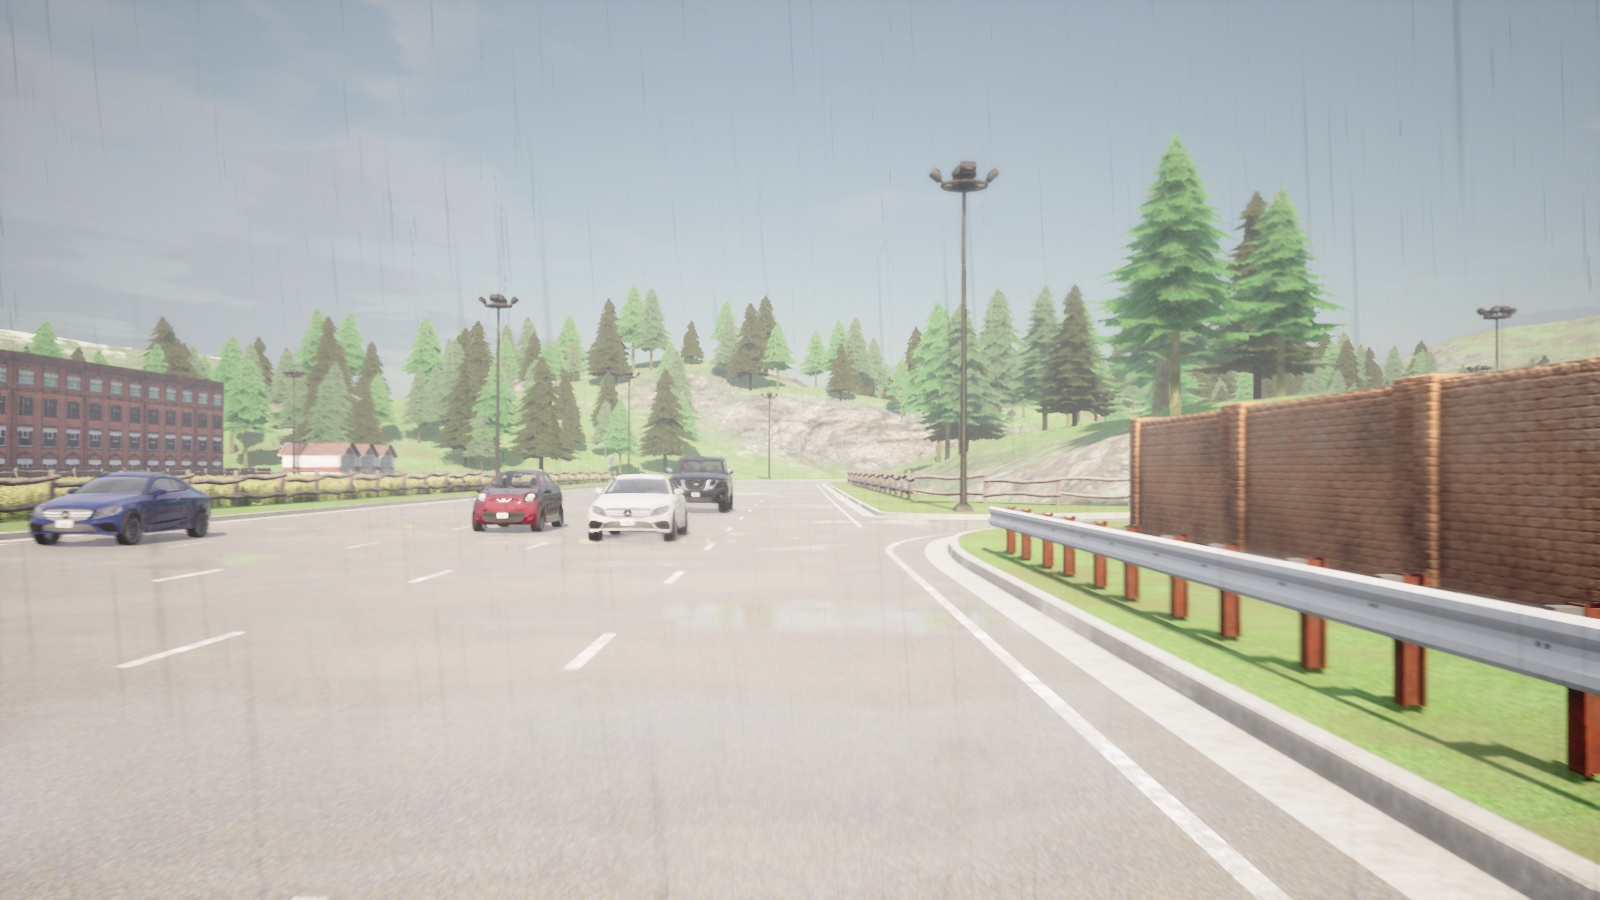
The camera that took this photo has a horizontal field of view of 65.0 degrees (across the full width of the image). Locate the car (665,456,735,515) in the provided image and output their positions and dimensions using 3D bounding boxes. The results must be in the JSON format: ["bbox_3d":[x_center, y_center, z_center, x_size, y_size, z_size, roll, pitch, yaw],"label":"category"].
[{"bbox_3d":[-3.613,1.277,46.411,2.150,2.045,5.566,0,-1,0],"label":"car"}]

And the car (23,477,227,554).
[{"bbox_3d":[-14.064,1.313,26.518,1.812,1.442,4.674,0,-1,0],"label":"car"}]

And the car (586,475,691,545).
[{"bbox_3d":[-3.569,1.302,28.520,1.812,1.442,4.674,0,-1,0],"label":"car"}]

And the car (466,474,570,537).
[{"bbox_3d":[-7.077,1.357,31.850,1.845,1.501,3.633,0,-1,0],"label":"car"}]
